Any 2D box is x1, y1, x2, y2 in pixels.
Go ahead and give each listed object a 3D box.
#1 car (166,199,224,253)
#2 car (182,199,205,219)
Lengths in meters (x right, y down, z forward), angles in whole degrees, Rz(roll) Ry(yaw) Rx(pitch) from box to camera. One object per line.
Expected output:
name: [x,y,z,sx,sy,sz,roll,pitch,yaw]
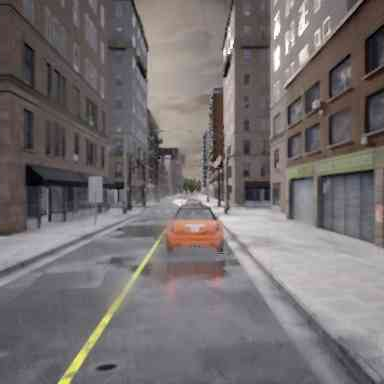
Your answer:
car: [0.102,1.308,13.653,2.097,1.767,4.553,0,0,0]
car: [0.105,1.413,28.715,1.837,1.490,4.892,0,-1,0]
